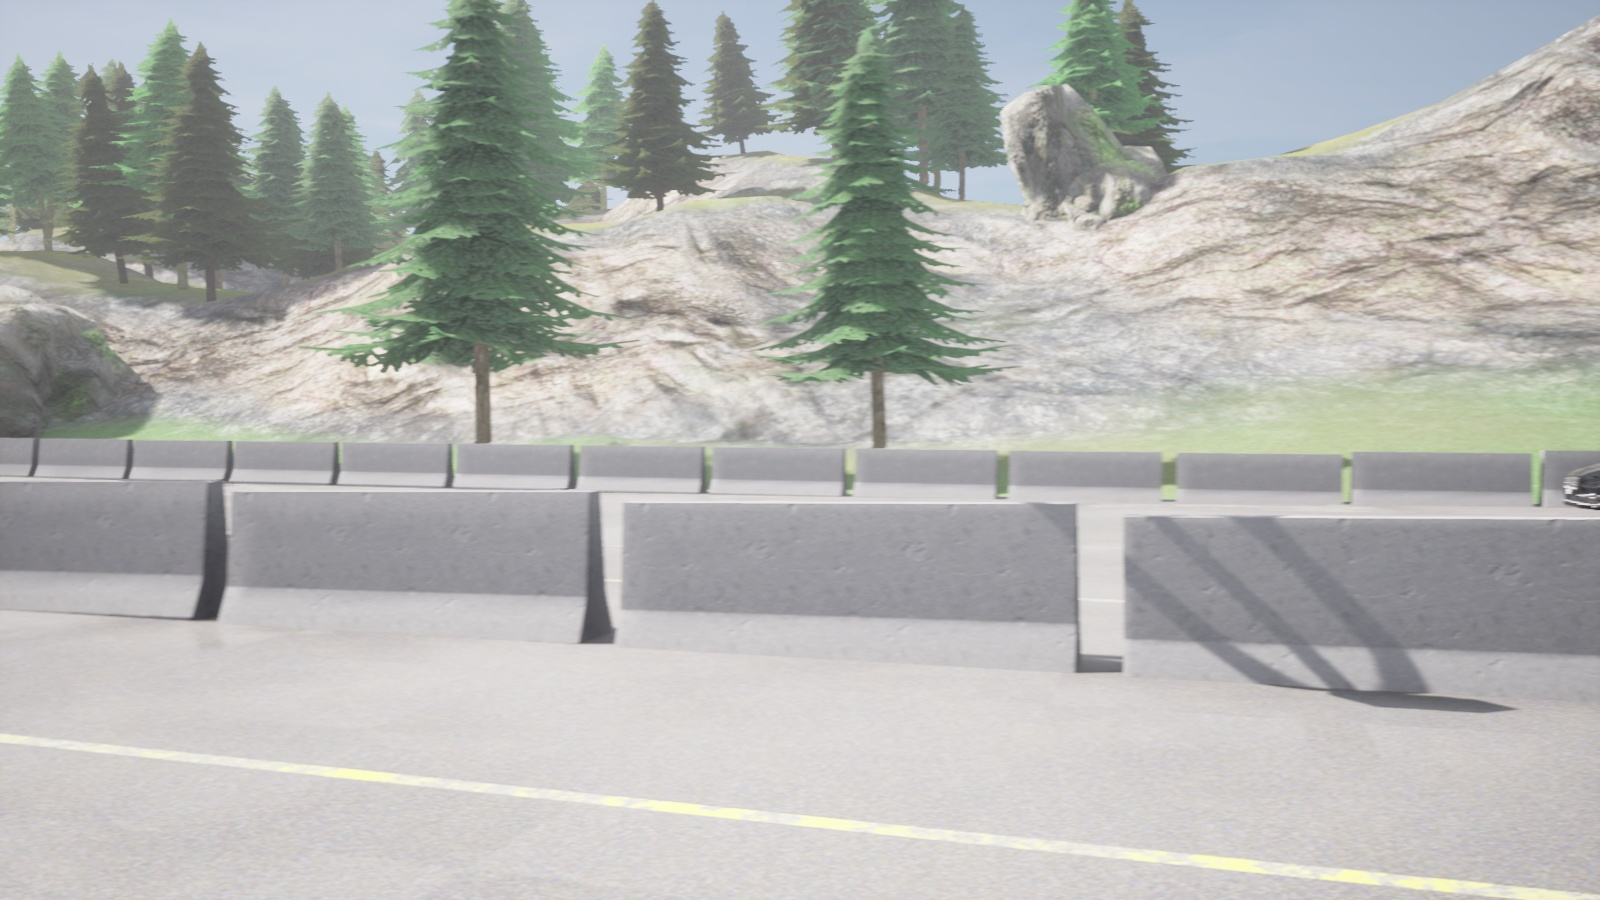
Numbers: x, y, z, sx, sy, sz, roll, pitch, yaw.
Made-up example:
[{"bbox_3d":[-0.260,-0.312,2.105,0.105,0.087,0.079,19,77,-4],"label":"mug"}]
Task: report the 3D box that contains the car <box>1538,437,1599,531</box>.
[{"bbox_3d":[14.949,0.554,20.318,4.892,1.490,1.837,0,1,19],"label":"car"}]
